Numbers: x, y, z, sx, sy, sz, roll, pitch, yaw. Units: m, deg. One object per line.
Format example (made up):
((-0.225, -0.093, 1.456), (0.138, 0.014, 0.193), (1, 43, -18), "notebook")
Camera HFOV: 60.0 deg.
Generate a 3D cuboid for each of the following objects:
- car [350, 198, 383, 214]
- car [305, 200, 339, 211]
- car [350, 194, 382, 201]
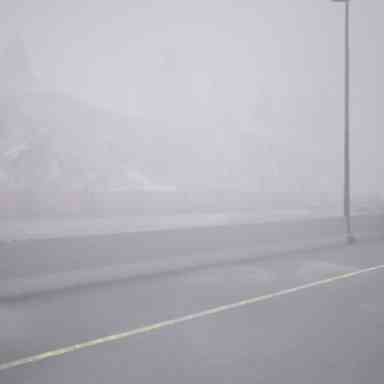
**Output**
((18.807, 1.612, 34.580), (4.181, 1.385, 1.994), (0, 0, -35), "car")
((16.131, 1.652, 41.266), (4.718, 1.301, 1.895), (0, 0, -35), "car")
((21.140, 1.280, 40.511), (5.566, 2.045, 2.150), (1, 0, -35), "car")
